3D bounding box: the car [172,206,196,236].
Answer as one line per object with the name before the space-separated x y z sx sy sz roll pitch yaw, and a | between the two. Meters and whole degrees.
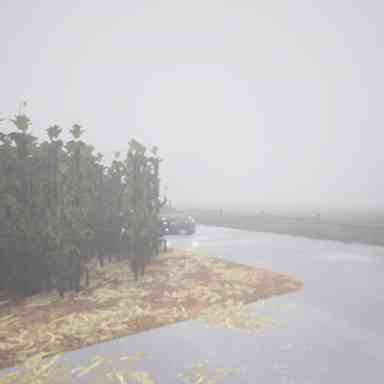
car | -1.754 1.449 18.489 2.097 1.767 4.553 0 -1 -35
